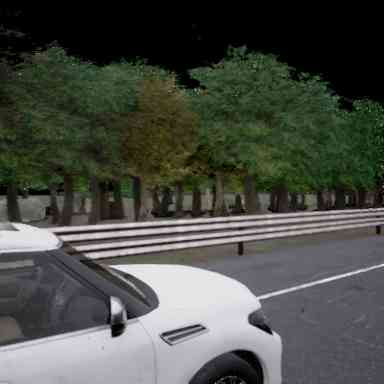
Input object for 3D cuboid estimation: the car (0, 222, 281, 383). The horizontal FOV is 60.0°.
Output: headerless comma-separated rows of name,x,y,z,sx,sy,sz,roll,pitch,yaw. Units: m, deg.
car,-1.779,1.221,2.479,5.566,2.045,2.150,0,0,-35
